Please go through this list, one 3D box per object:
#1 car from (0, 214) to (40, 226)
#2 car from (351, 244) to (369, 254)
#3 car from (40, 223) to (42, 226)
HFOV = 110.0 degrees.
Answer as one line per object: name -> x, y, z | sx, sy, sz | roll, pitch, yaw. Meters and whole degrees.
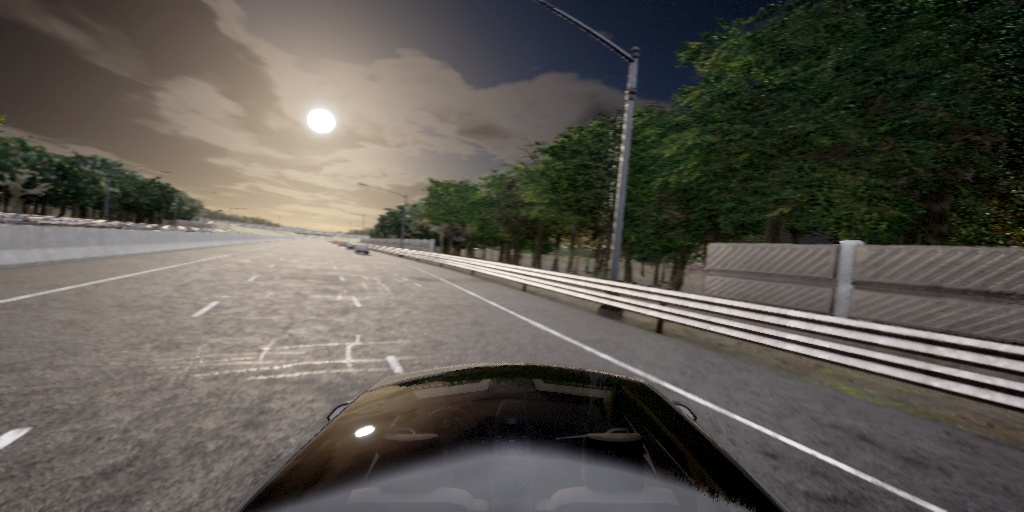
car -> -25.861, -1.244, 17.011 | 2.128, 1.511, 4.902 | 5, 0, -29
car -> -24.468, -1.087, 58.362 | 1.994, 1.385, 4.181 | 5, 0, -29
car -> -46.844, -3.185, 33.747 | 1.994, 1.385, 4.181 | 5, 0, -28
